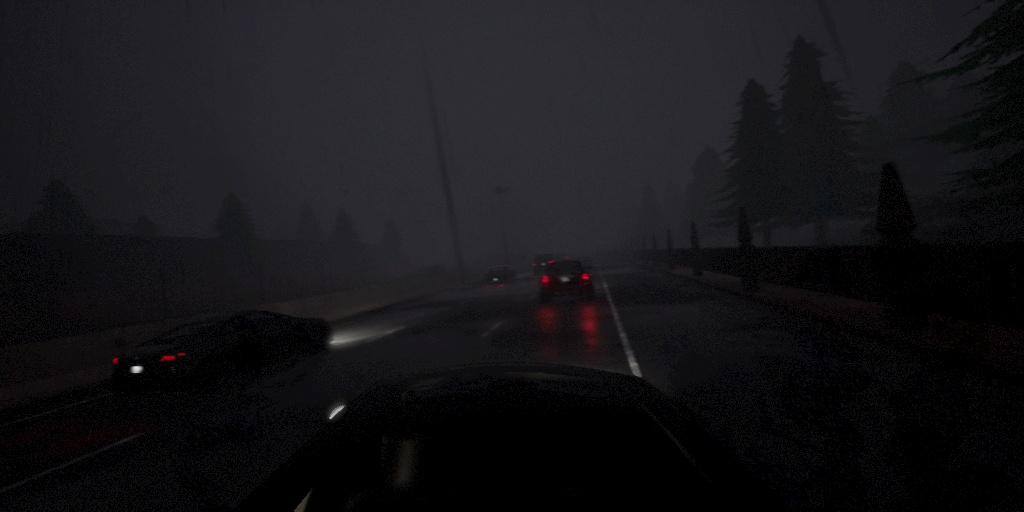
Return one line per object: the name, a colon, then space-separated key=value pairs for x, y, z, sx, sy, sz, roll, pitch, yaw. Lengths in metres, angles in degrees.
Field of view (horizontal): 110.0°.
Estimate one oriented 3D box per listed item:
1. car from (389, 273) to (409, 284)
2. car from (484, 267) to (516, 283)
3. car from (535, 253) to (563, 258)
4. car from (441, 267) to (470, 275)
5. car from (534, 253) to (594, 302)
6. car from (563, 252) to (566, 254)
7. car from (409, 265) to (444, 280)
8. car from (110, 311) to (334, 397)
car: x=-12.864 y=2.780 z=43.178 sx=1.882 sy=1.535 sz=5.008 roll=-6 pitch=0 yaw=13
car: x=-0.934 y=1.618 z=32.250 sx=1.895 sy=1.301 sz=4.718 roll=-6 pitch=0 yaw=13
car: x=3.588 y=0.814 z=36.637 sx=2.150 sy=2.045 sz=5.566 roll=-6 pitch=0 yaw=13
car: x=-6.089 y=2.117 z=41.548 sx=1.812 sy=1.442 sz=4.674 roll=-6 pitch=0 yaw=13
car: x=2.580 y=0.925 z=16.265 sx=2.097 sy=1.767 sz=4.553 roll=-6 pitch=0 yaw=13
car: x=8.079 y=0.486 z=57.161 sx=2.150 sy=2.045 sz=5.566 roll=-5 pitch=0 yaw=10
car: x=-9.497 y=2.207 z=42.378 sx=2.150 sy=2.045 sz=5.566 roll=-6 pitch=0 yaw=13
car: x=-6.310 y=1.978 z=8.408 sx=1.994 sy=1.385 sz=4.181 roll=-6 pitch=0 yaw=13
